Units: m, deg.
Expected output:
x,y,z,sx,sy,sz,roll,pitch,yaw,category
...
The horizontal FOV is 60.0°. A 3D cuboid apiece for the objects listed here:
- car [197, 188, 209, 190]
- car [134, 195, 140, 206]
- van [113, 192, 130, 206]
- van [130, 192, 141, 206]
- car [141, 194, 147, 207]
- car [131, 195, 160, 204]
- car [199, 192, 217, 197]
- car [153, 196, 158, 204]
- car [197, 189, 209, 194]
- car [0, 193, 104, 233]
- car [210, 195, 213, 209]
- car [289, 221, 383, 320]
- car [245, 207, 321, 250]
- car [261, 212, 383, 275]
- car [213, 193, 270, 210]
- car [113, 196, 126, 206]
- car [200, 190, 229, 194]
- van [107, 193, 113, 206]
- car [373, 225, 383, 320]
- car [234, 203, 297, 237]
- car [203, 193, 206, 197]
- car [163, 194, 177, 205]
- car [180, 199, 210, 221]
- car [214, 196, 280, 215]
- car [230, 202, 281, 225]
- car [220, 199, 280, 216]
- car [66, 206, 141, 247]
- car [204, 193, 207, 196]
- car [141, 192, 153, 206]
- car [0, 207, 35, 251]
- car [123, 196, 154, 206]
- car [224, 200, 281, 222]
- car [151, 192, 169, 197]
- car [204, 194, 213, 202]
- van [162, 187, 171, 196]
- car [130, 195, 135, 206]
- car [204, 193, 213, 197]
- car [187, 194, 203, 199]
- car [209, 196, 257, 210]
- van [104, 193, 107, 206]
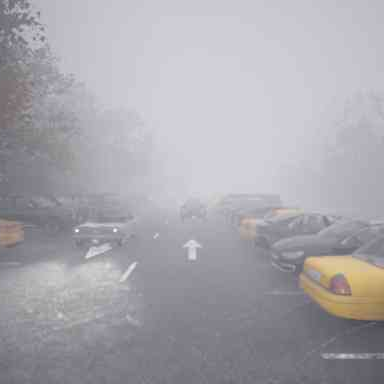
x,y,z,sx,sy,sz,roll,pitch,yaw,category
4.269,0.538,93.962,4.553,1.767,2.185,0,0,0,car
-8.562,1.335,36.301,4.792,1.488,2.163,0,0,0,car
-8.426,1.091,30.908,4.442,1.987,1.878,0,0,0,van
-8.649,1.083,39.072,4.442,1.987,1.878,0,0,0,van
-8.504,1.346,41.965,4.792,1.488,2.163,0,0,0,car
-8.523,1.380,61.232,5.008,1.535,2.097,0,0,0,car
4.268,0.705,91.177,4.792,1.488,2.163,0,0,0,car
-8.345,1.341,50.274,5.366,1.575,1.946,0,0,0,car
4.323,0.716,88.393,4.792,1.488,2.163,0,0,0,car
-8.509,1.122,19.812,5.566,2.045,2.435,0,0,0,car
4.552,1.309,33.607,4.892,1.521,2.231,0,0,0,car
4.726,1.445,5.845,5.366,1.575,1.946,0,0,0,car
4.535,1.420,11.397,4.892,1.521,2.231,0,0,0,car
4.547,1.434,8.621,4.892,1.521,2.231,0,0,0,car
4.514,1.192,30.827,4.553,1.767,2.185,0,0,0,car
-8.540,1.329,28.123,5.008,1.535,2.097,0,0,0,car
4.522,1.102,53.030,5.566,2.045,2.435,0,0,0,car
-8.652,1.118,25.352,4.442,1.987,1.878,0,0,0,van
4.571,1.337,3.068,4.553,1.767,2.185,0,0,0,car
4.727,1.401,14.173,5.366,1.575,1.946,0,0,0,car
4.364,1.341,50.253,5.366,1.575,1.946,0,0,0,car
-3.537,1.451,57.169,1.994,1.385,4.181,0,0,1,car
0.105,1.463,25.611,1.895,1.301,4.718,0,0,0,car
4.515,1.359,28.055,4.792,1.488,2.163,0,0,0,car
4.572,1.418,16.950,4.792,1.488,2.163,0,0,0,car
4.573,1.389,22.502,4.792,1.488,2.163,0,0,0,car
-3.598,1.522,14.628,1.895,1.301,4.718,0,0,0,car
4.543,1.336,47.476,4.892,1.521,2.231,0,0,0,car
-8.560,1.074,44.736,5.566,2.045,2.435,0,0,0,car
-8.533,1.418,11.502,5.008,1.535,2.097,0,0,0,car
-8.527,1.393,53.044,4.674,1.452,2.002,0,0,0,car
4.572,1.404,19.726,4.792,1.488,2.163,0,0,0,car
-8.786,0.715,90.997,4.674,1.452,2.002,0,0,0,car
4.361,1.303,36.375,5.366,1.575,1.946,0,0,0,car
-8.659,0.462,88.323,4.442,1.987,1.878,1,0,0,van
-8.563,1.338,33.661,4.792,1.488,2.163,0,0,0,car
4.734,1.323,44.701,5.366,1.575,1.946,0,0,0,car
0.108,1.341,41.716,1.837,1.490,4.892,0,0,0,car
4.733,1.306,39.028,5.366,1.575,1.946,0,0,0,car
-8.419,1.133,22.582,4.442,1.987,1.878,0,0,0,van
